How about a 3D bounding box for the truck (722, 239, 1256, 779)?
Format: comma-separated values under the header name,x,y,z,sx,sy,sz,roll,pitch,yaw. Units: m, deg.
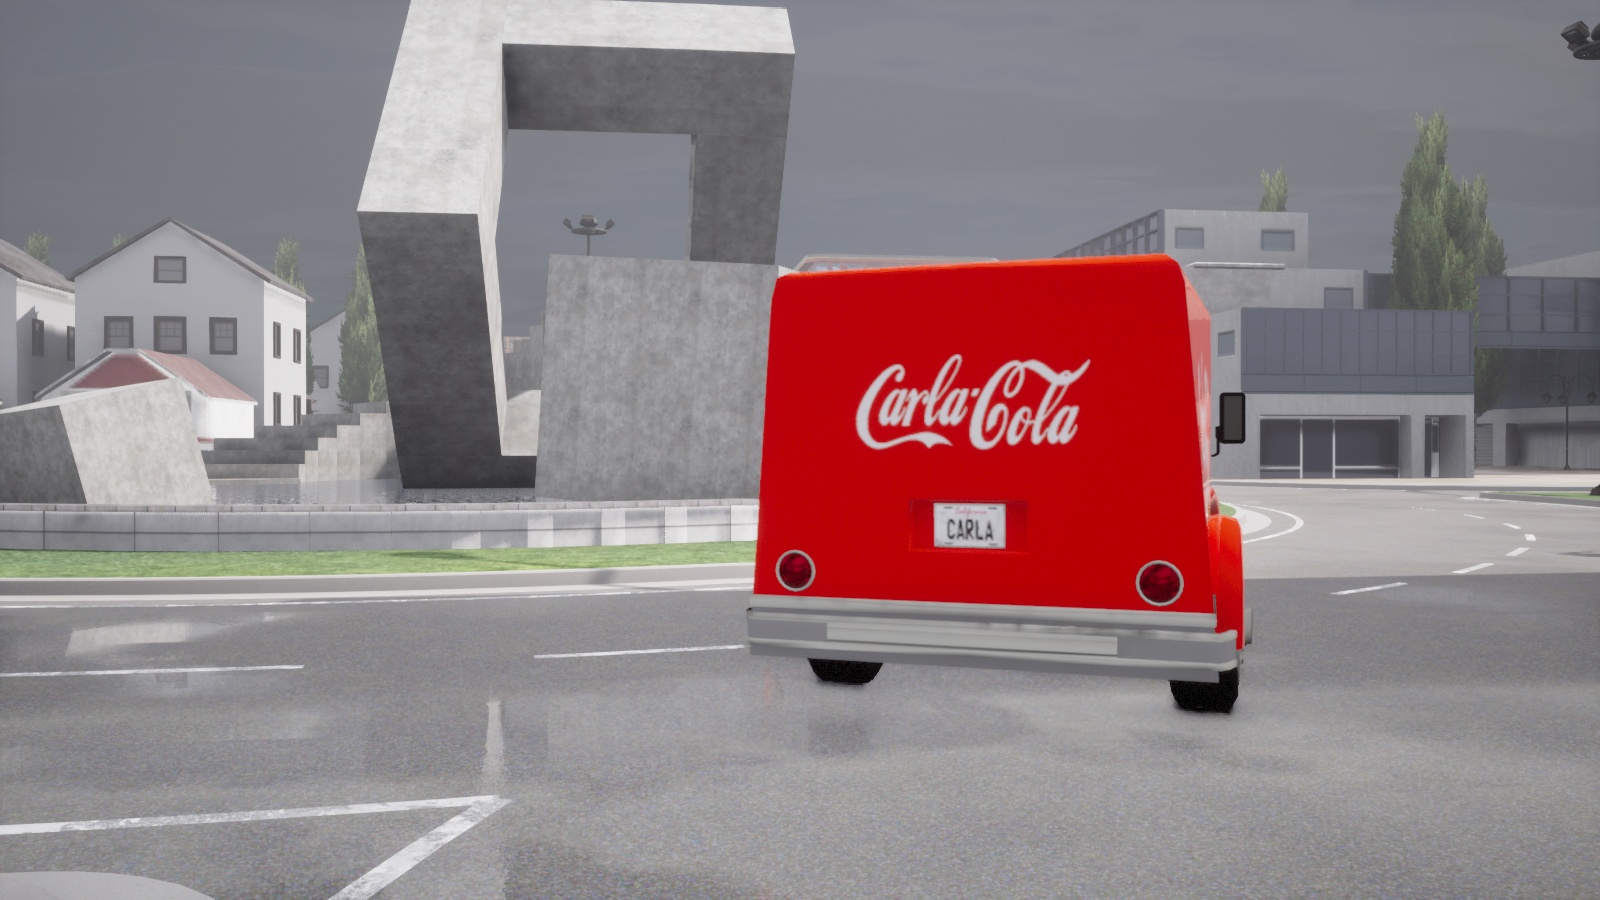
name,x,y,z,sx,sy,sz,roll,pitch,yaw
truck,1.725,0.224,8.630,2.627,2.467,5.204,0,1,20
